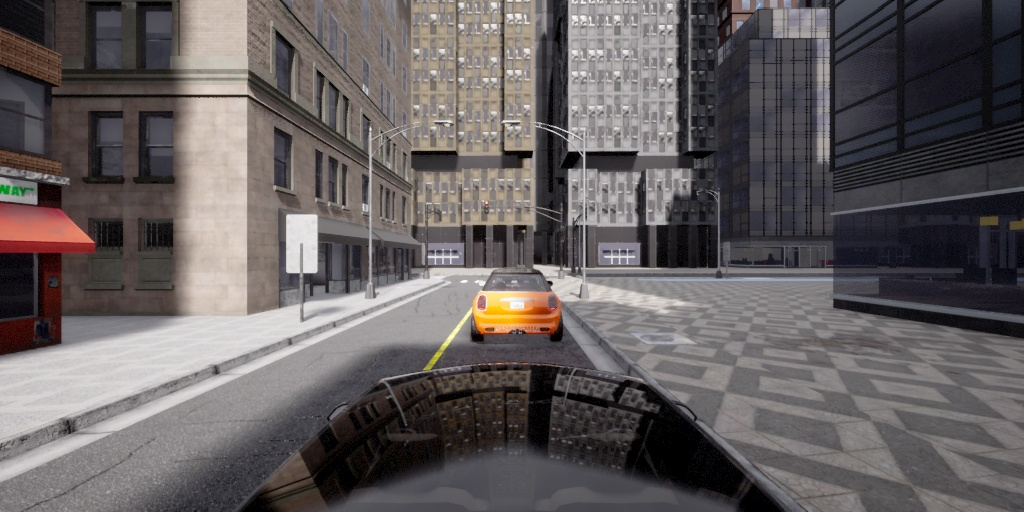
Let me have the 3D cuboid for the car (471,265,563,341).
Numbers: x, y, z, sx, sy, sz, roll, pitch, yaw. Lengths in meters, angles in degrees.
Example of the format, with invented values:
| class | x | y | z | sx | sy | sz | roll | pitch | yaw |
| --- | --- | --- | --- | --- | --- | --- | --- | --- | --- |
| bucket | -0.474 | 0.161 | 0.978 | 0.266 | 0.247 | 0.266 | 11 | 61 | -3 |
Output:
| class | x | y | z | sx | sy | sz | roll | pitch | yaw |
| --- | --- | --- | --- | --- | --- | --- | --- | --- | --- |
| car | 0.106 | 1.102 | 10.003 | 2.097 | 1.767 | 4.553 | 0 | 0 | 0 |
